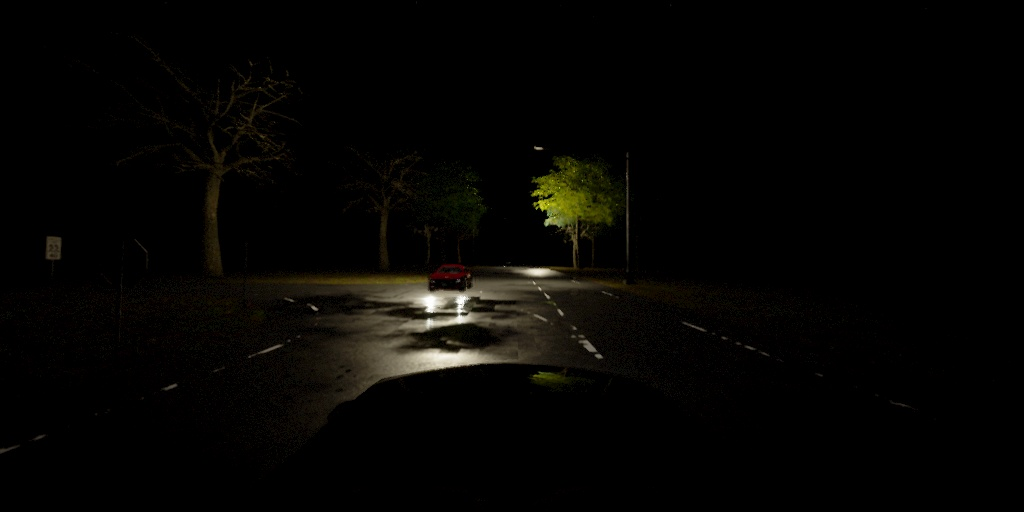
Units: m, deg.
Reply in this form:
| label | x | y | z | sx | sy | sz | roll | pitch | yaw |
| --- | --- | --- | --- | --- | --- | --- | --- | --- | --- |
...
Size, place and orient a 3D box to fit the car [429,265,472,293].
| label | x | y | z | sx | sy | sz | roll | pitch | yaw |
| --- | --- | --- | --- | --- | --- | --- | --- | --- | --- |
| car | -3.471 | 1.249 | 20.862 | 1.882 | 1.535 | 5.008 | 1 | -1 | 0 |
